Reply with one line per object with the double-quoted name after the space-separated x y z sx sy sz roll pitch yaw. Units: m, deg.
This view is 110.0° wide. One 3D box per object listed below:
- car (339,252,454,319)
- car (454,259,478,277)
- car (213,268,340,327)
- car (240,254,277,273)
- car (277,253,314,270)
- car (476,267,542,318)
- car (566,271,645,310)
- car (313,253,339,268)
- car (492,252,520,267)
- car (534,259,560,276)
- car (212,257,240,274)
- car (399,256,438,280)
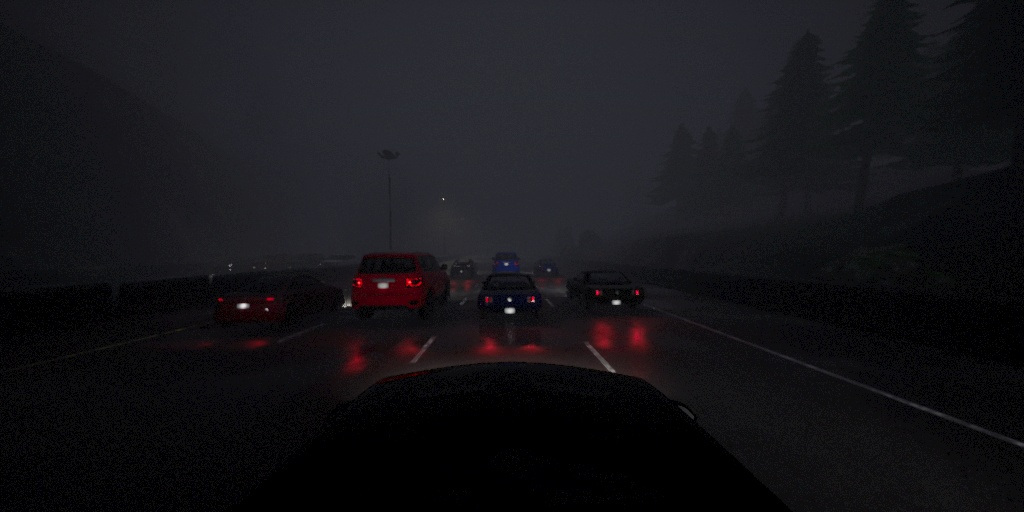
-3.613 0.885 12.572 2.150 2.045 5.566 0 1 -1 "car"
-3.999 0.977 30.358 2.128 1.511 4.902 0 1 -1 "car"
-7.086 1.262 11.397 1.994 1.385 4.181 0 1 -1 "car"
-25.268 0.757 37.811 2.150 2.045 5.566 0 0 -1 "car"
-21.769 0.733 37.898 2.150 2.045 5.566 0 0 -1 "car"
-0.107 1.243 12.404 1.895 1.301 4.718 0 1 -1 "car"
3.362 1.205 13.913 1.895 1.301 4.718 0 1 -1 "car"
-18.271 0.762 38.037 2.150 2.045 5.566 0 1 -1 "car"
-0.489 0.688 29.890 2.150 2.045 5.566 0 1 -1 "car"
2.975 0.952 31.630 1.812 1.442 4.674 0 1 -1 "car"
-28.764 0.925 37.534 2.097 1.767 4.553 0 1 -1 "car"
-7.473 0.873 29.150 2.097 1.767 4.553 0 1 -1 "car"
